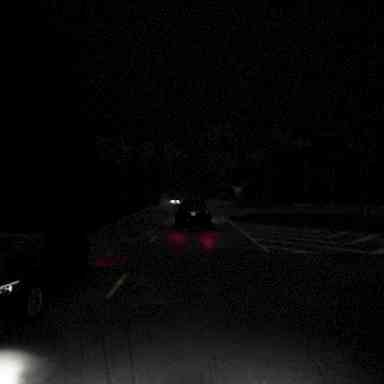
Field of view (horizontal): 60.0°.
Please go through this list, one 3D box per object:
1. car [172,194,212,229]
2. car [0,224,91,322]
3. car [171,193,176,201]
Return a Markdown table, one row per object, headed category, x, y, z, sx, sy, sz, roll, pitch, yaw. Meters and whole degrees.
| category | x | y | z | sx | sy | sz | roll | pitch | yaw |
| --- | --- | --- | --- | --- | --- | --- | --- | --- | --- |
| car | 0.094 | 1.224 | 20.453 | 2.097 | 1.767 | 4.553 | 0 | 0 | 1 |
| car | -3.593 | 1.480 | 7.259 | 1.812 | 1.442 | 4.674 | 0 | 0 | 0 |
| car | -3.513 | 1.077 | 72.044 | 2.128 | 1.511 | 4.902 | 0 | 0 | 0 |
